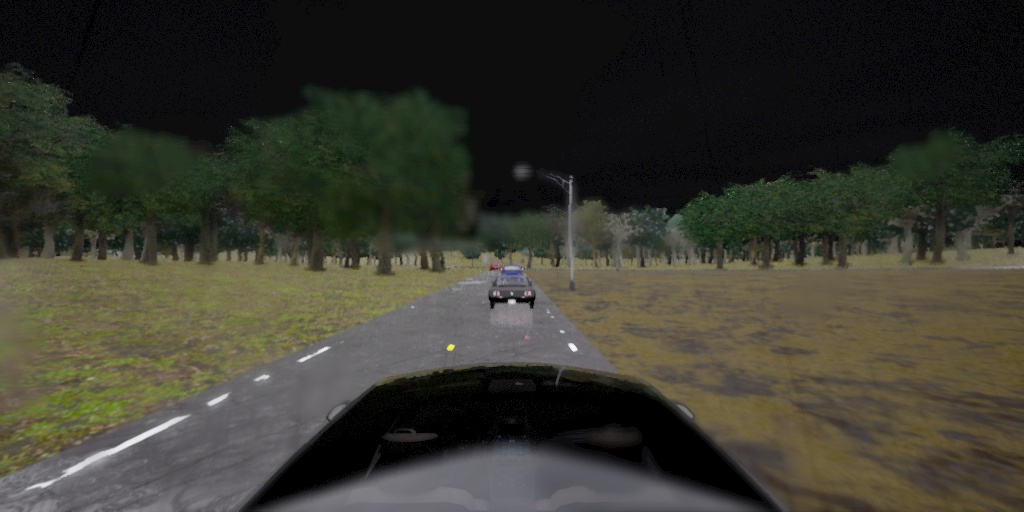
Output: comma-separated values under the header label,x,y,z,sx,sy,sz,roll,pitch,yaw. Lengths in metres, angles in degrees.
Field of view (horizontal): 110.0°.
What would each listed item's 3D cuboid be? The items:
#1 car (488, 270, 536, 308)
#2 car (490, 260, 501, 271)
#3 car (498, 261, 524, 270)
label,x,y,z,sx,sy,sz,roll,pitch,yaw
car,0.004,1.485,15.953,1.895,1.301,4.718,0,-1,0
car,-2.744,1.680,64.568,2.150,2.045,5.566,0,-1,0
car,0.011,1.508,31.335,1.882,1.535,5.008,0,0,0
